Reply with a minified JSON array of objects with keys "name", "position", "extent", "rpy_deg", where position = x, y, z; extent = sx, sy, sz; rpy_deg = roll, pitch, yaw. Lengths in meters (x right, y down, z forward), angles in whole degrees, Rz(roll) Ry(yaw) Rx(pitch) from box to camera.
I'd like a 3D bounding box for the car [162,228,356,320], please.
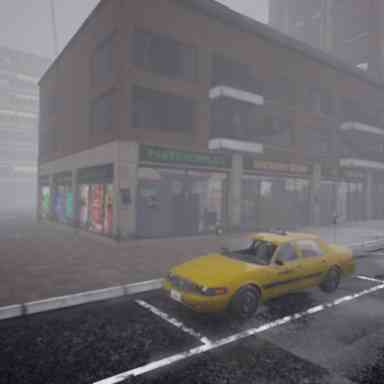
[{"name":"car","position":[1.684,1.502,7.270],"extent":[4.829,1.417,1.752],"rpy_deg":[0,2,-35]}]
